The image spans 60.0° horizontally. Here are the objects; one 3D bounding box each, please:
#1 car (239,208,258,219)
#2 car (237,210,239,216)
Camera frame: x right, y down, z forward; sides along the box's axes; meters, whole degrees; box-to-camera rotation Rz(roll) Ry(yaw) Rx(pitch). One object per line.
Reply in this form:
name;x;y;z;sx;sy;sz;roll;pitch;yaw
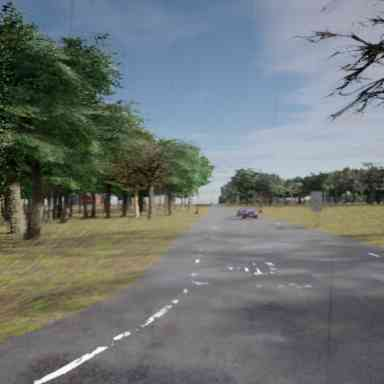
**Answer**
car;7.806;2.904;44.825;1.812;1.442;4.674;-1;-2;5
car;8.487;3.377;54.920;2.033;1.411;5.357;-1;-3;4
